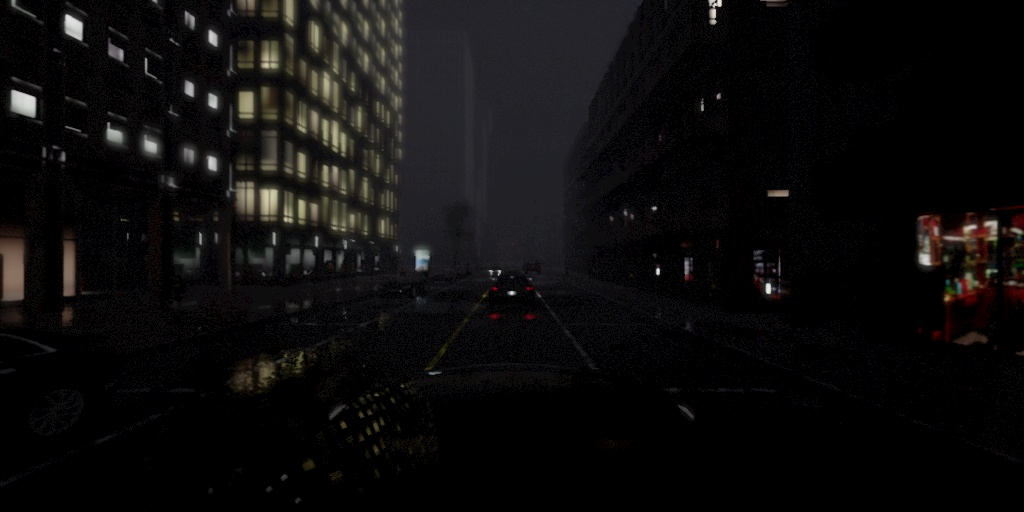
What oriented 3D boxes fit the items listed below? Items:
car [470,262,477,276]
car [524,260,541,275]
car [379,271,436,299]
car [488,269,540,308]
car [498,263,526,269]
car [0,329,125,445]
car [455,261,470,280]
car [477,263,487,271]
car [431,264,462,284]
[{"bbox_3d":[-5.698,1.441,41.467,2.192,1.841,5.009,0,0,0],"label":"car"},{"bbox_3d":[2.681,1.495,47.020,2.192,1.841,5.009,0,0,0],"label":"car"},{"bbox_3d":[-5.694,1.465,19.264,2.007,1.370,4.403,0,0,0],"label":"car"},{"bbox_3d":[0.000,1.450,16.162,1.994,1.385,4.181,0,0,0],"label":"car"},{"bbox_3d":[-0.002,1.554,31.230,1.812,1.442,4.674,0,0,0],"label":"car"},{"bbox_3d":[-5.691,1.309,2.613,2.007,1.370,4.403,0,0,0],"label":"car"},{"bbox_3d":[-5.697,1.512,35.916,1.967,1.591,4.097,0,0,0],"label":"car"},{"bbox_3d":[-5.702,1.909,63.670,1.948,1.339,4.313,0,0,0],"label":"car"},{"bbox_3d":[-5.696,1.602,30.366,1.802,1.307,4.207,0,0,0],"label":"car"}]
